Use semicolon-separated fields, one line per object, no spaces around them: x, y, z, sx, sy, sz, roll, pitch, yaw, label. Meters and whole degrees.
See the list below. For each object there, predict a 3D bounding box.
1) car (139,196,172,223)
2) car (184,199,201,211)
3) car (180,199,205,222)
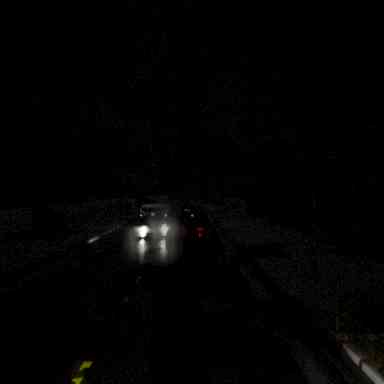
-2.770;1.311;26.724;2.150;2.045;5.566;0;-1;1;car
0.078;1.697;43.892;2.128;1.511;4.902;0;-1;0;car
0.044;1.582;27.388;2.128;1.511;4.902;0;0;1;car
